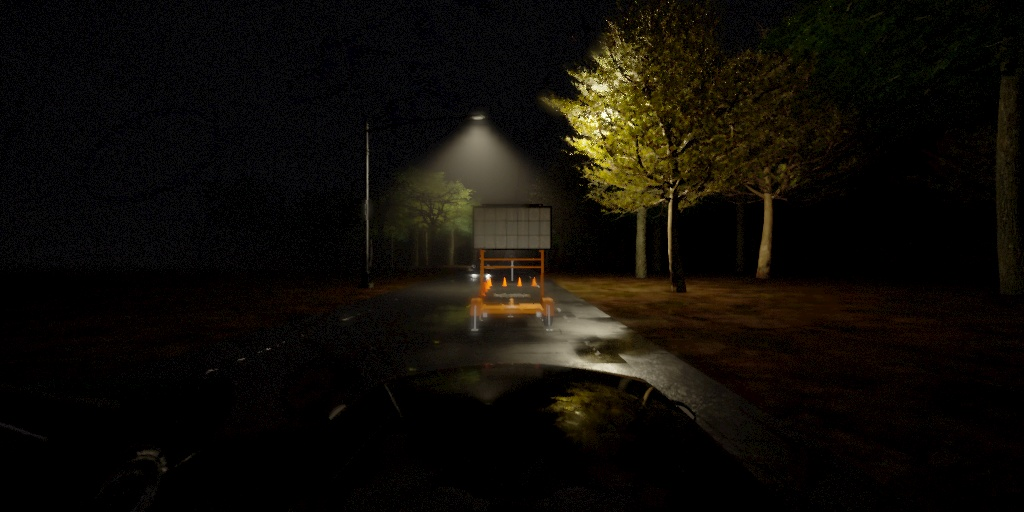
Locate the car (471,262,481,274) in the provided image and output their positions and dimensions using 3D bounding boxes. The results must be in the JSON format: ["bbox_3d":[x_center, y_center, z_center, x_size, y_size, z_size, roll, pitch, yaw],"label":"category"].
[{"bbox_3d":[-3.599,1.371,27.364,1.895,1.301,4.718,0,0,0],"label":"car"}]

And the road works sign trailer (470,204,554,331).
[{"bbox_3d":[0.009,0.218,11.000,2.380,3.560,2.880,0,0,0],"label":"road works sign trailer"}]
